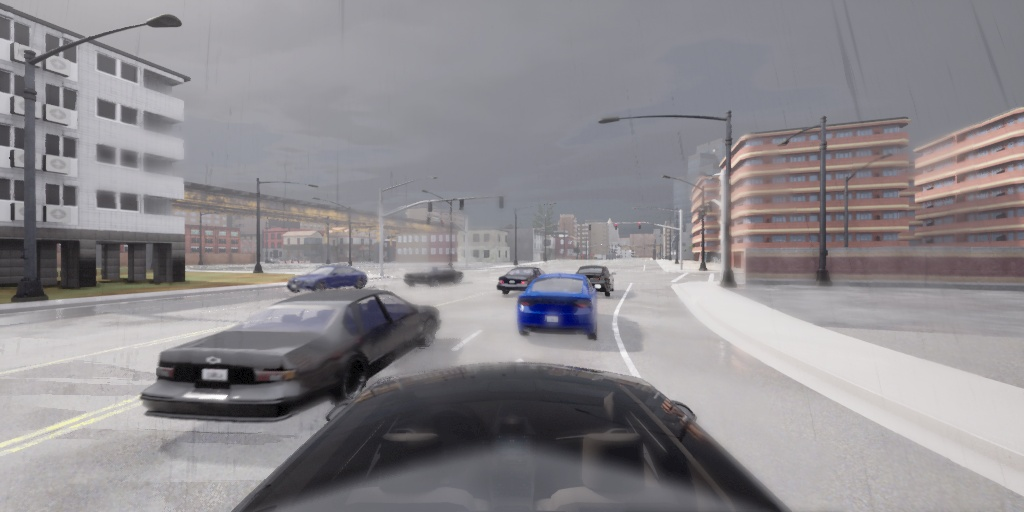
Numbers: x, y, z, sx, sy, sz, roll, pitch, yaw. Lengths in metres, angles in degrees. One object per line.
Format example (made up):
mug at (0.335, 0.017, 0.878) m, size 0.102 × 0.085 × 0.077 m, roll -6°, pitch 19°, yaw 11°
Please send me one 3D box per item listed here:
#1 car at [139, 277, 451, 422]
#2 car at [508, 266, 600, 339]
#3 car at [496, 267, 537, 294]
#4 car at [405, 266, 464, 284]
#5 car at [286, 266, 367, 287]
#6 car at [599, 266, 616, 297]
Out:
car at (-2.866, 1.298, 6.281) m, size 2.033 × 1.411 × 5.357 m, roll 0°, pitch 0°, yaw 6°
car at (1.473, 1.228, 10.232) m, size 1.882 × 1.535 × 5.008 m, roll 0°, pitch 0°, yaw 14°
car at (0.875, 1.297, 19.709) m, size 2.033 × 1.411 × 5.357 m, roll 0°, pitch 0°, yaw 20°
car at (-5.139, 1.351, 24.121) m, size 1.895 × 1.301 × 4.718 m, roll 0°, pitch 0°, yaw 21°
car at (-10.259, 1.275, 20.342) m, size 1.812 × 1.442 × 4.674 m, roll 0°, pitch 0°, yaw 20°
car at (4.392, 1.255, 19.157) m, size 1.837 × 1.490 × 4.892 m, roll 0°, pitch 0°, yaw 19°
